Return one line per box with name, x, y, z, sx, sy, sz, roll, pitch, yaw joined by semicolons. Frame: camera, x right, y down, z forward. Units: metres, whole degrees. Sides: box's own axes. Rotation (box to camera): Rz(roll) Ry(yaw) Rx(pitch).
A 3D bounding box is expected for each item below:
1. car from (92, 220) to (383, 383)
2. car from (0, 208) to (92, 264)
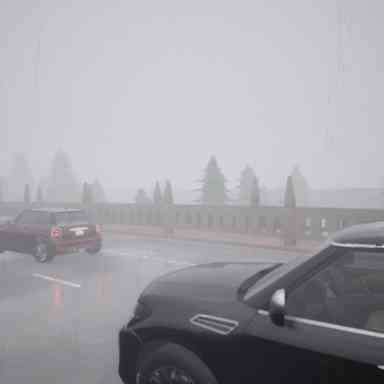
car;1.893;1.222;2.642;5.566;2.045;2.150;0;0;36
car;-5.427;1.359;12.159;4.553;1.767;2.097;0;0;35
